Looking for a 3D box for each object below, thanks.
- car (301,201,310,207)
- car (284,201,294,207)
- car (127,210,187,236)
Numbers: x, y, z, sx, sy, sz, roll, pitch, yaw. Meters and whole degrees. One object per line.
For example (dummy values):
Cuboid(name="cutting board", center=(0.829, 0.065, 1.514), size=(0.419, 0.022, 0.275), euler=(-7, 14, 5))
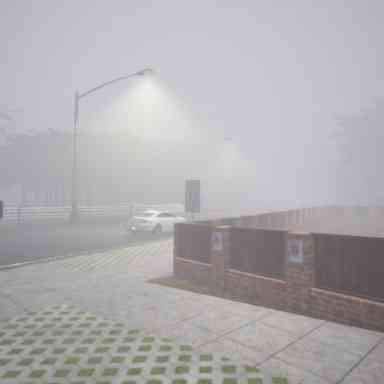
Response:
Cuboid(name="car", center=(27.181, 2.872, 79.489), size=(2.033, 1.411, 5.357), euler=(1, -1, 21))
Cuboid(name="car", center=(23.677, 2.872, 81.222), size=(2.128, 1.511, 4.902), euler=(1, -1, 24))
Cuboid(name="car", center=(-2.036, 1.831, 20.490), size=(1.812, 1.442, 4.674), euler=(1, -1, 31))
